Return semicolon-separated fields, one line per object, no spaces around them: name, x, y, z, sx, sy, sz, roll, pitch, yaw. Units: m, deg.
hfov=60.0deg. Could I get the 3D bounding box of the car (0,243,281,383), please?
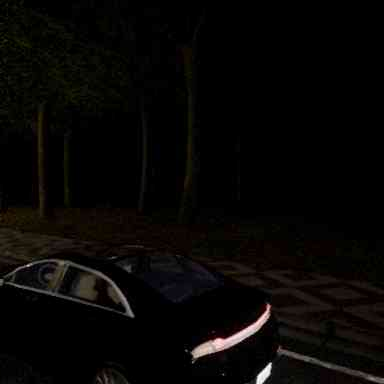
car;-1.310;1.468;4.496;4.902;1.511;2.128;0;0;35
